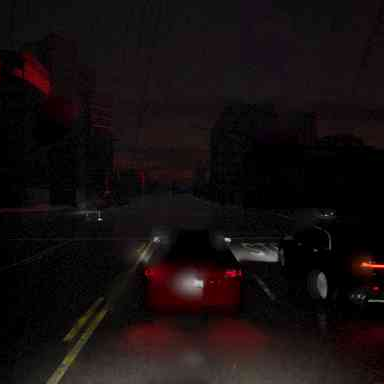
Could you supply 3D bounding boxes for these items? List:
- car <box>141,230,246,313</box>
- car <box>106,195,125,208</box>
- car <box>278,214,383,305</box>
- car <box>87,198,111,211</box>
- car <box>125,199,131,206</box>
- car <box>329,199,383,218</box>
[{"bbox_3d":[0.009,1.564,7.776,1.994,1.385,4.181,0,0,-1],"label":"car"},{"bbox_3d":[-12.816,1.511,53.743,2.150,2.045,5.566,0,-1,-3],"label":"car"},{"bbox_3d":[3.519,1.502,8.109,1.837,1.490,4.892,0,-1,-1],"label":"car"},{"bbox_3d":[-12.186,1.714,42.999,1.895,1.301,4.718,0,-1,-3],"label":"car"},{"bbox_3d":[-13.505,2.146,66.691,1.994,1.385,4.181,0,-1,-3],"label":"car"},{"bbox_3d":[12.887,1.325,25.033,4.892,1.490,1.837,-1,-1,-4],"label":"car"}]
